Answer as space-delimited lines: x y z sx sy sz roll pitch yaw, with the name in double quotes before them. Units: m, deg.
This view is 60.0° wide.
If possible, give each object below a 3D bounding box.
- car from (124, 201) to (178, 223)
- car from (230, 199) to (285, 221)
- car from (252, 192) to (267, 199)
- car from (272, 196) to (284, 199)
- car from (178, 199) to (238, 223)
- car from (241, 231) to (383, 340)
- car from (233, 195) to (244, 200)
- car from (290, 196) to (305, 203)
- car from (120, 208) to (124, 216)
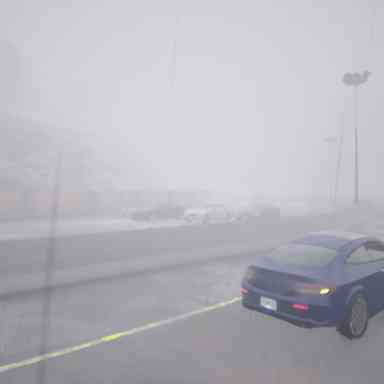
"car" -2.488 1.483 25.889 1.882 1.535 5.008 0 0 41
"car" 4.907 1.475 23.862 1.812 1.442 4.674 0 0 37
"car" 12.983 1.070 64.217 2.150 2.045 5.566 0 0 4
"car" 16.427 1.375 63.666 2.033 1.411 5.357 0 0 4
"car" 1.360 1.502 25.040 1.812 1.442 4.674 0 0 39
"car" 2.935 1.501 6.521 4.674 1.442 1.812 -1 0 -40
"car" 9.509 1.256 68.426 1.812 1.442 4.674 0 0 0
"car" 19.875 1.360 62.891 1.994 1.385 4.181 0 0 4
"car" -3.991 1.616 29.423 1.895 1.301 4.718 0 0 39
